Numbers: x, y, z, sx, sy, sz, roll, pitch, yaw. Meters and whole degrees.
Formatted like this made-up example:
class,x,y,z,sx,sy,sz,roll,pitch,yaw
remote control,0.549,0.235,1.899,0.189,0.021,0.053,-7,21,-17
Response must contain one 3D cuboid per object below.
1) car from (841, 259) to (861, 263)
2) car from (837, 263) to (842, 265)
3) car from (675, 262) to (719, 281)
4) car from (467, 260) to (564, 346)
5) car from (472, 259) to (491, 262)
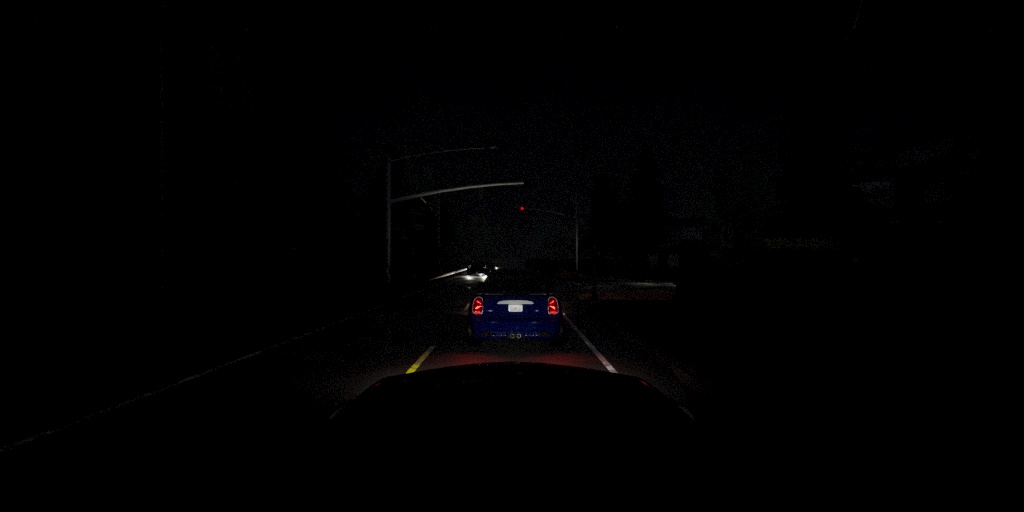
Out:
class,x,y,z,sx,sy,sz,roll,pitch,yaw
car,25.232,1.130,25.853,5.566,2.045,2.150,0,0,12
car,18.863,1.385,23.151,5.008,1.535,1.882,0,0,6
car,14.871,1.259,27.085,4.553,1.767,2.097,0,0,5
car,0.080,1.102,9.554,2.097,1.767,4.553,0,0,0
car,-3.592,1.102,38.855,2.097,1.767,4.553,0,0,0
